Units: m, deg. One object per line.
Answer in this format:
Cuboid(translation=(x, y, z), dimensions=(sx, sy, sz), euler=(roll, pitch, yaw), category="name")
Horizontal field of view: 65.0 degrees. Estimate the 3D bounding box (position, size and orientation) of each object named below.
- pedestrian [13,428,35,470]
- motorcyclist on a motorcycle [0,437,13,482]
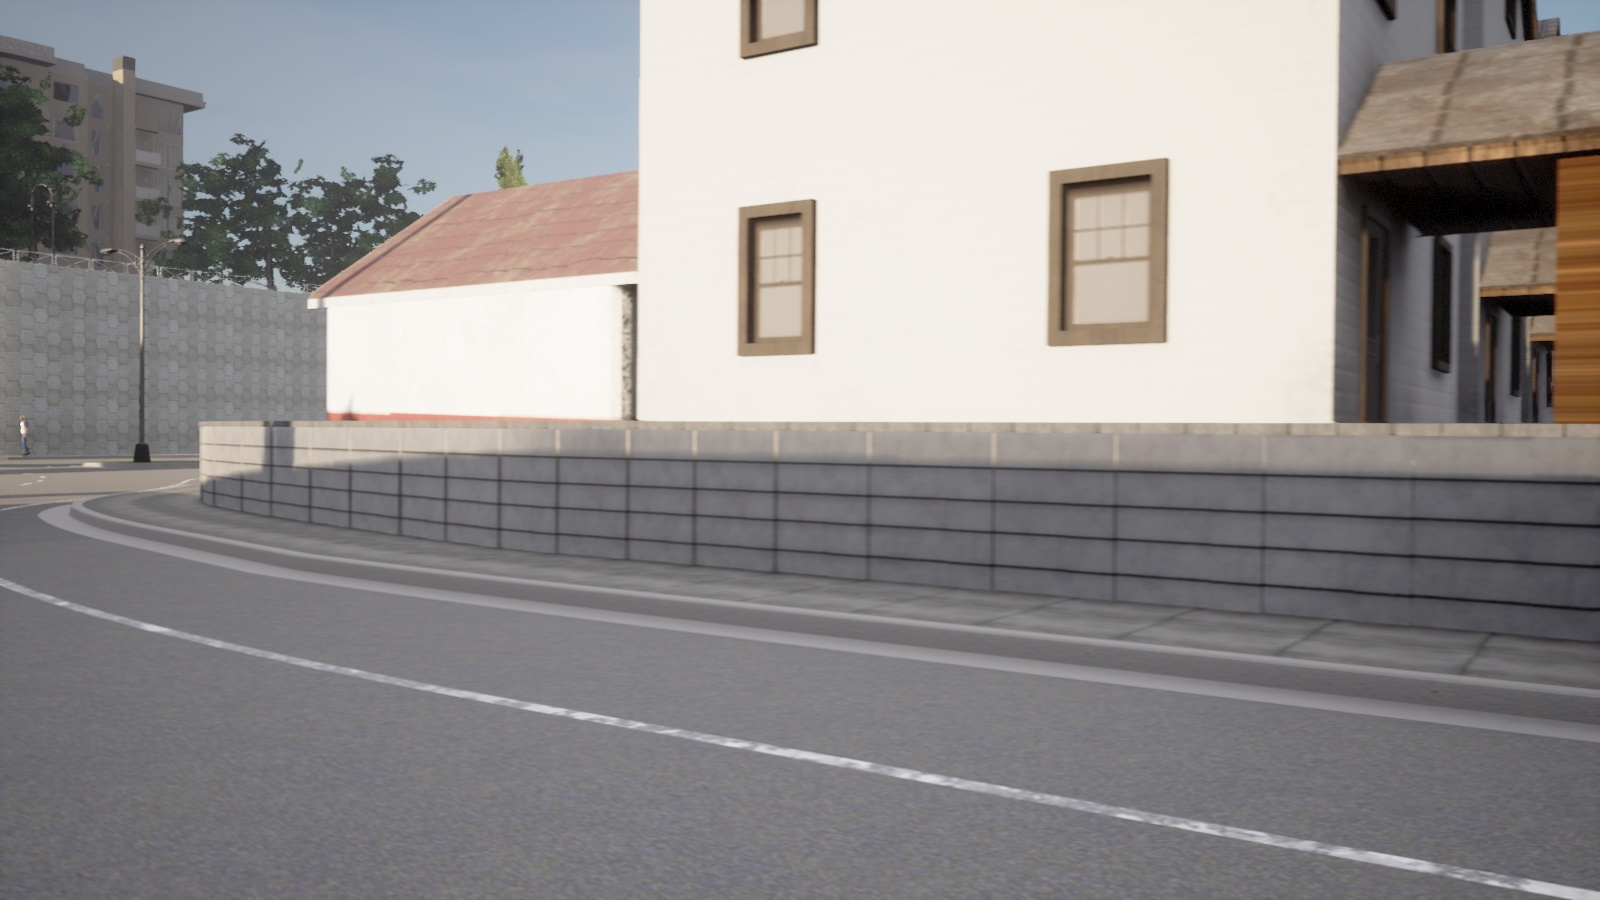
Cuboid(translation=(-33.998, -0.056, 55.040), dimensions=(0.354, 1.836, 0.706), euler=(0, 1, 36), category="pedestrian")
Cuboid(translation=(-28.784, 0.342, 44.317), dimensions=(1.817, 1.590, 0.866), euler=(0, 1, 28), category="motorcyclist on a motorcycle")
